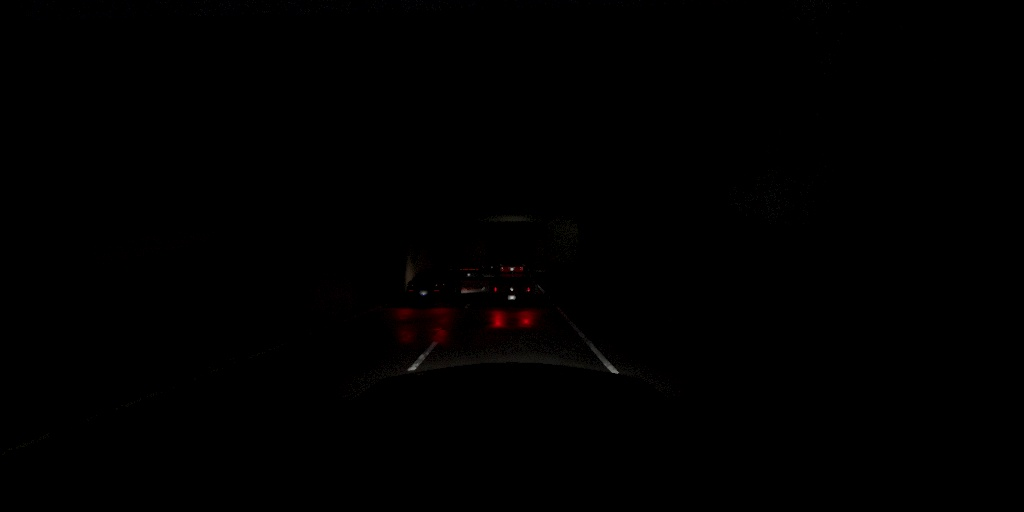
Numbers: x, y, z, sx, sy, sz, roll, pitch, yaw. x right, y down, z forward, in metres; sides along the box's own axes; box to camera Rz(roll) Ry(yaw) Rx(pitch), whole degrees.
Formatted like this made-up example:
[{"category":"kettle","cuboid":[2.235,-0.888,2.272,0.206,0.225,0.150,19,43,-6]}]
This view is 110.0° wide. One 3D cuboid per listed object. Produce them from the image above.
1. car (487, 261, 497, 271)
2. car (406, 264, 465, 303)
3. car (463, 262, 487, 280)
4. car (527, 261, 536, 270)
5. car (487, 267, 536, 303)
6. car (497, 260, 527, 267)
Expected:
[{"category":"car","cuboid":[-1.769,1.320,44.824,1.994,1.385,4.181,0,0,18]},{"category":"car","cuboid":[-3.500,1.280,16.500,1.812,1.442,4.674,0,0,0]},{"category":"car","cuboid":[-3.500,1.264,31.500,1.837,1.490,4.892,0,0,0]},{"category":"car","cuboid":[1.551,1.264,43.717,1.837,1.490,4.892,0,0,18]},{"category":"car","cuboid":[0.000,1.363,16.530,1.895,1.301,4.718,0,0,0]},{"category":"car","cuboid":[0.000,1.114,31.470,2.097,1.767,4.553,0,0,0]}]
